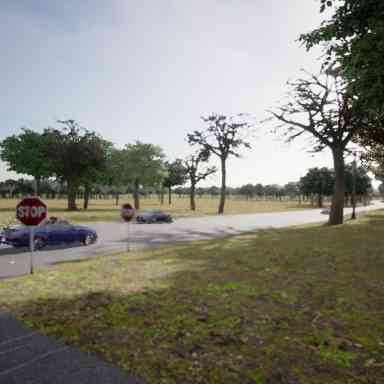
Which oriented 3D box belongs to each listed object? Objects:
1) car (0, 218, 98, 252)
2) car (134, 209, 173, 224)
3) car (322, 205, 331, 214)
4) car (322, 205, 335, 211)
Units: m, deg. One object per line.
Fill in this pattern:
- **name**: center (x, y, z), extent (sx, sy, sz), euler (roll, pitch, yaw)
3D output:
- **car**: center (-6.924, 2.018, 16.550), extent (1.812, 1.442, 4.674), euler (1, -2, 36)
- **car**: center (-3.761, 2.401, 32.885), extent (1.994, 1.385, 4.181), euler (1, -1, 36)
- **car**: center (28.484, 3.878, 69.408), extent (1.895, 1.301, 4.718), euler (1, -1, 29)
- **car**: center (36.323, 4.186, 88.446), extent (1.882, 1.535, 5.008), euler (1, -1, 36)
